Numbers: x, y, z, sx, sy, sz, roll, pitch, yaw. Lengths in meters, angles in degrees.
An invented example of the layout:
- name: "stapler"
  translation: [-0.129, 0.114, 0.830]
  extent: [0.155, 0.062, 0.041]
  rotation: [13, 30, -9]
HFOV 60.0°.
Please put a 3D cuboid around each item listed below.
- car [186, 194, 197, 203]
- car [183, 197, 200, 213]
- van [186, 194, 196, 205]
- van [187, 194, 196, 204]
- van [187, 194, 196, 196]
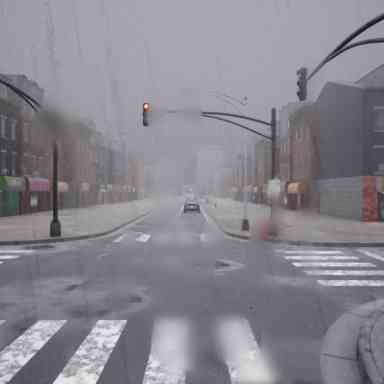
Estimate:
- name: "car"
  translation: [-0.149, 1.326, 70.324]
  extent: [2.192, 1.841, 5.009]
  rotation: [0, 0, 0]
- name: "car"
  translation: [-0.021, 1.563, 36.691]
  extent: [1.947, 1.339, 4.313]
  rotation: [0, 0, 0]
- name: "van"
  translation: [-0.107, 1.344, 59.114]
  extent: [1.690, 1.788, 3.998]
  rotation: [0, 0, 0]
- name: "van"
  translation: [-0.128, 1.347, 64.719]
  extent: [1.690, 1.788, 3.998]
  rotation: [0, 0, 0]
- name: "van"
  translation: [-0.085, 1.341, 53.508]
  extent: [1.690, 1.788, 3.998]
  rotation: [0, 0, 0]
